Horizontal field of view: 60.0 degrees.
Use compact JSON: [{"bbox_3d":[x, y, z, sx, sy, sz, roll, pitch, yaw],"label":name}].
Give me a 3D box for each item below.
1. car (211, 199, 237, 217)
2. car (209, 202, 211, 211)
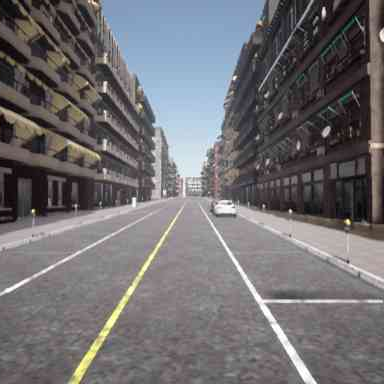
[{"bbox_3d":[3.023,1.530,31.131,1.812,1.442,4.674,0,0,0],"label":"car"},{"bbox_3d":[3.023,1.545,38.133,1.812,1.442,4.674,0,0,0],"label":"car"}]
